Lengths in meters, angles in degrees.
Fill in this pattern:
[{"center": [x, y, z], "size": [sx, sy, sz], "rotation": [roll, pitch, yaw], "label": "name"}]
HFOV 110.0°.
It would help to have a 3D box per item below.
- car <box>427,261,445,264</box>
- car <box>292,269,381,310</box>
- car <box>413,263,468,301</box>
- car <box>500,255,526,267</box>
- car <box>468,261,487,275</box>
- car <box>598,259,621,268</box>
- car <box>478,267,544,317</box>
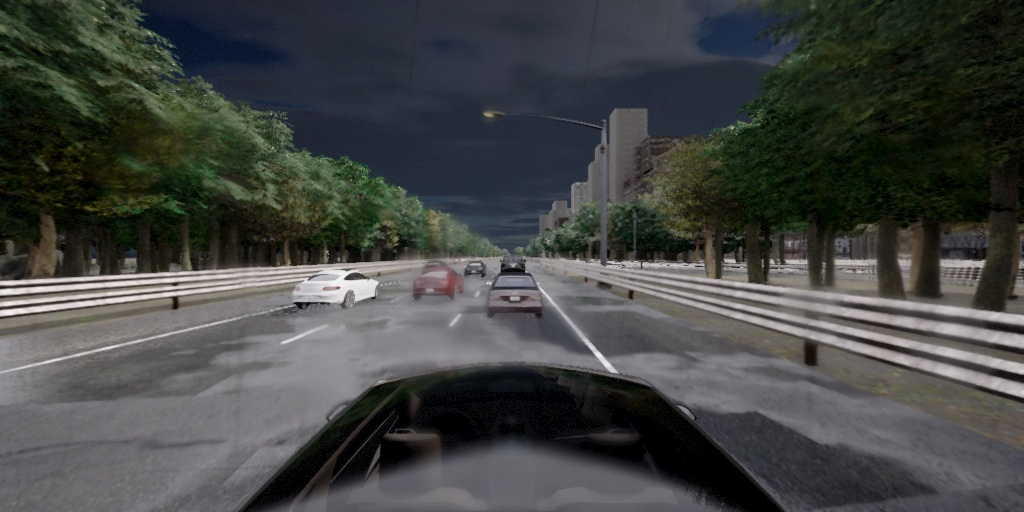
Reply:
[{"center": [-6.909, 1.211, 33.101], "size": [1.837, 1.490, 4.892], "rotation": [0, 0, 0], "label": "car"}, {"center": [-6.907, 1.266, 14.547], "size": [1.812, 1.442, 4.674], "rotation": [0, 0, 0], "label": "car"}, {"center": [-3.421, 1.263, 17.192], "size": [1.812, 1.442, 4.674], "rotation": [0, 0, 0], "label": "car"}, {"center": [0.089, 0.930, 32.331], "size": [2.150, 2.045, 5.566], "rotation": [0, 0, 0], "label": "car"}, {"center": [-3.410, 1.230, 34.255], "size": [1.812, 1.442, 4.674], "rotation": [0, 0, 0], "label": "car"}, {"center": [16.514, 1.317, 60.689], "size": [1.837, 1.490, 4.892], "rotation": [-1, 1, -33], "label": "car"}, {"center": [0.097, 1.291, 13.017], "size": [2.033, 1.411, 5.357], "rotation": [0, 0, 0], "label": "car"}]
